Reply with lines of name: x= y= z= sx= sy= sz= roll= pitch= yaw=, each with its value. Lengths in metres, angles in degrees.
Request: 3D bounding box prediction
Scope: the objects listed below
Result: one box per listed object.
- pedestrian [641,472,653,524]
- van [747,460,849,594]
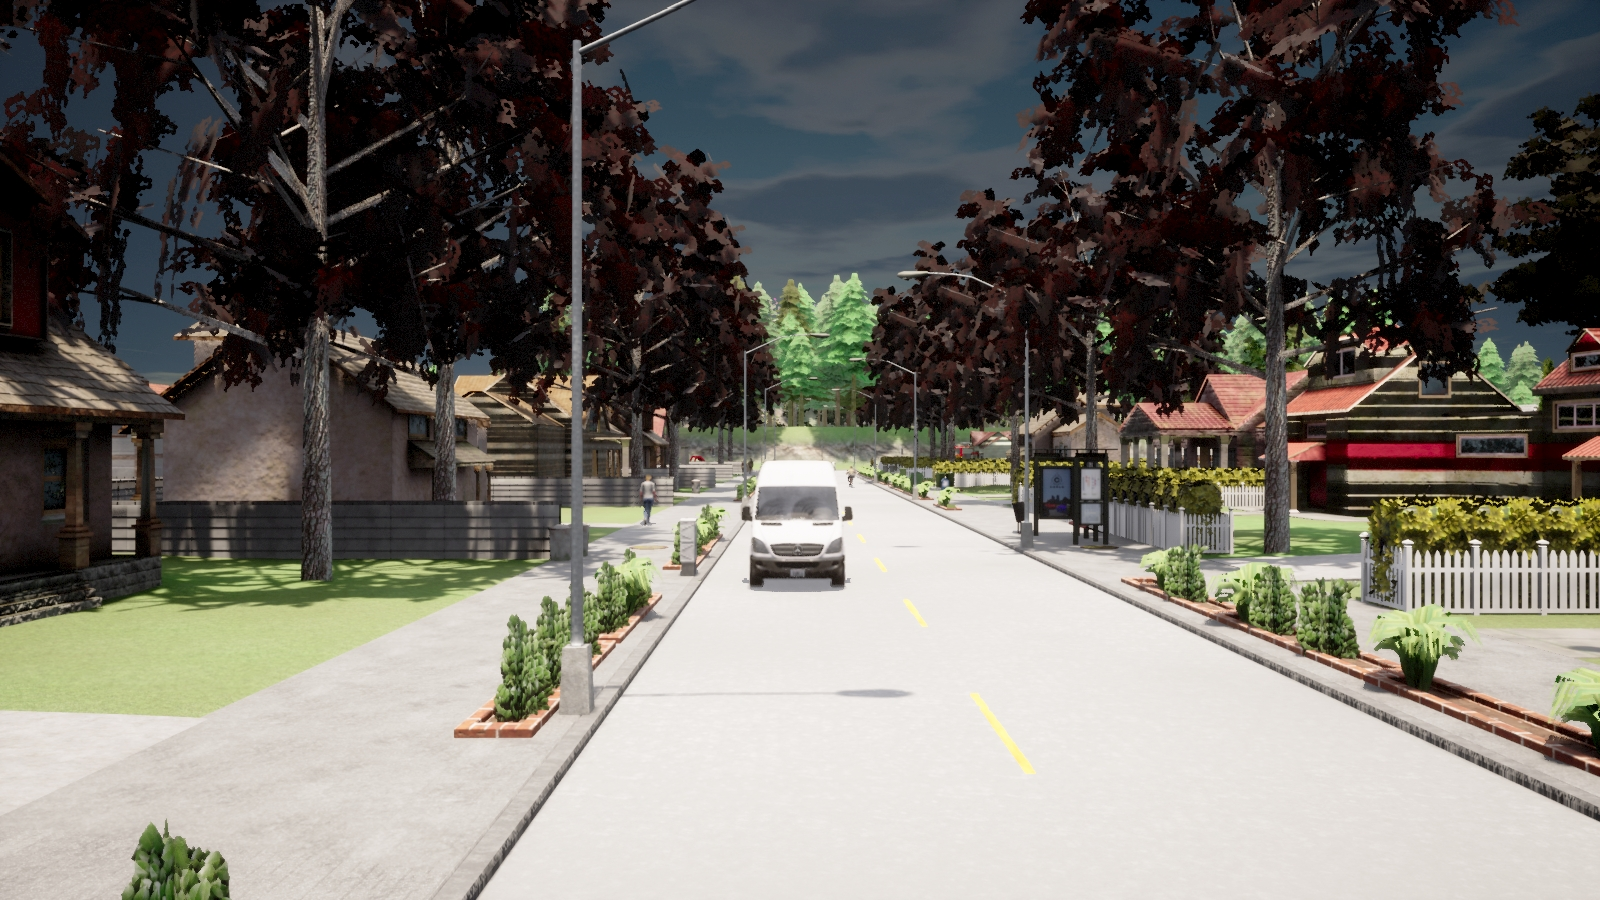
pedestrian: x=-5.511 y=1.743 z=41.229 sx=0.375 sy=1.860 sz=0.375 roll=0 pitch=0 yaw=2
van: x=-0.052 y=1.534 z=25.275 sx=1.988 sy=2.561 sz=5.915 roll=0 pitch=0 yaw=0
